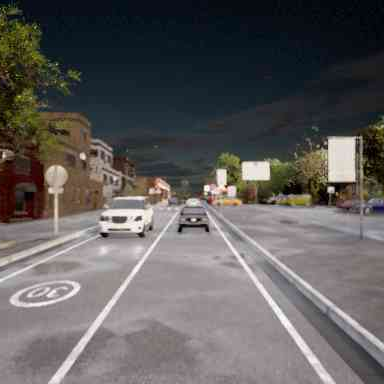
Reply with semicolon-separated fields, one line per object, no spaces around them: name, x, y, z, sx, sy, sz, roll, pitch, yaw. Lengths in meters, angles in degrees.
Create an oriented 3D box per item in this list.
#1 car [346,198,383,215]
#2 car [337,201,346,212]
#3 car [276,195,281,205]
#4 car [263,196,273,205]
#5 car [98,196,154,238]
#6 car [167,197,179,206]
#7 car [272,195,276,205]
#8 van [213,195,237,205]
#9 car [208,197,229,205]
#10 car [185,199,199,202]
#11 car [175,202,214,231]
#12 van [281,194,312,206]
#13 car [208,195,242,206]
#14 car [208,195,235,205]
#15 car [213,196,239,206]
car;18.746;1.358;33.929;4.553;1.767;2.185;0;0;0
car;18.674;1.528;37.099;4.674;1.452;2.002;0;0;0
car;18.693;1.696;60.687;5.366;1.575;1.946;0;-1;0
car;18.409;1.640;69.068;5.566;2.045;2.435;0;-2;-1
car;-3.356;1.243;18.032;2.150;2.045;5.566;0;0;0
car;-3.339;1.708;59.859;1.837;1.490;4.892;0;-1;0
car;18.671;1.750;63.348;5.366;1.575;1.946;0;-1;0
van;6.324;1.549;64.397;4.442;1.987;1.878;0;-1;0
car;6.104;1.990;76.534;4.553;1.767;2.185;0;-2;-1
car;0.096;1.535;39.995;1.812;1.442;4.674;0;-1;0
car;0.092;1.572;20.668;2.033;1.411;5.357;0;0;0
van;18.414;1.423;57.895;4.442;1.987;1.878;0;-1;0
car;6.073;1.652;58.436;5.366;1.575;1.946;0;-1;0
car;6.178;1.680;70.587;5.566;2.045;2.435;0;-2;-1
car;6.265;1.582;61.358;4.553;1.767;2.185;0;-1;0
